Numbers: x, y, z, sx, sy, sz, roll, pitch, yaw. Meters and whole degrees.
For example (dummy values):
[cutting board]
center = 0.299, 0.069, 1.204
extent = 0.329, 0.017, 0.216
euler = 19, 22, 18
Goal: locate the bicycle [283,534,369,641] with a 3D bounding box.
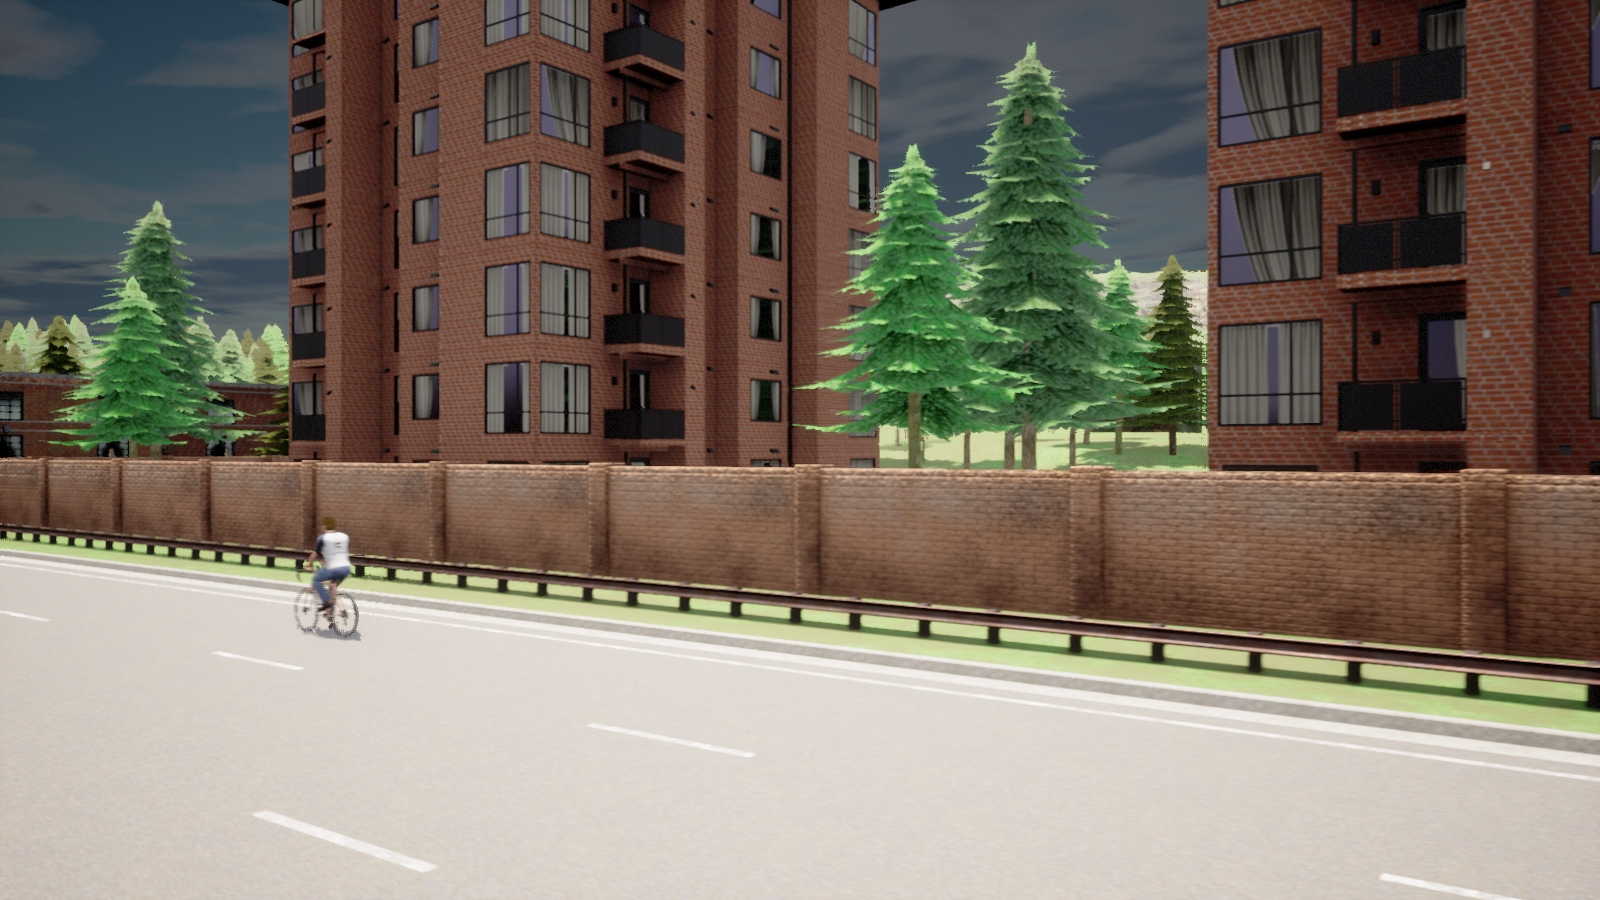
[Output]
[bicycle]
center = -7.245, 2.068, 17.428
extent = 1.643, 1.496, 0.373
euler = 0, 0, 35
